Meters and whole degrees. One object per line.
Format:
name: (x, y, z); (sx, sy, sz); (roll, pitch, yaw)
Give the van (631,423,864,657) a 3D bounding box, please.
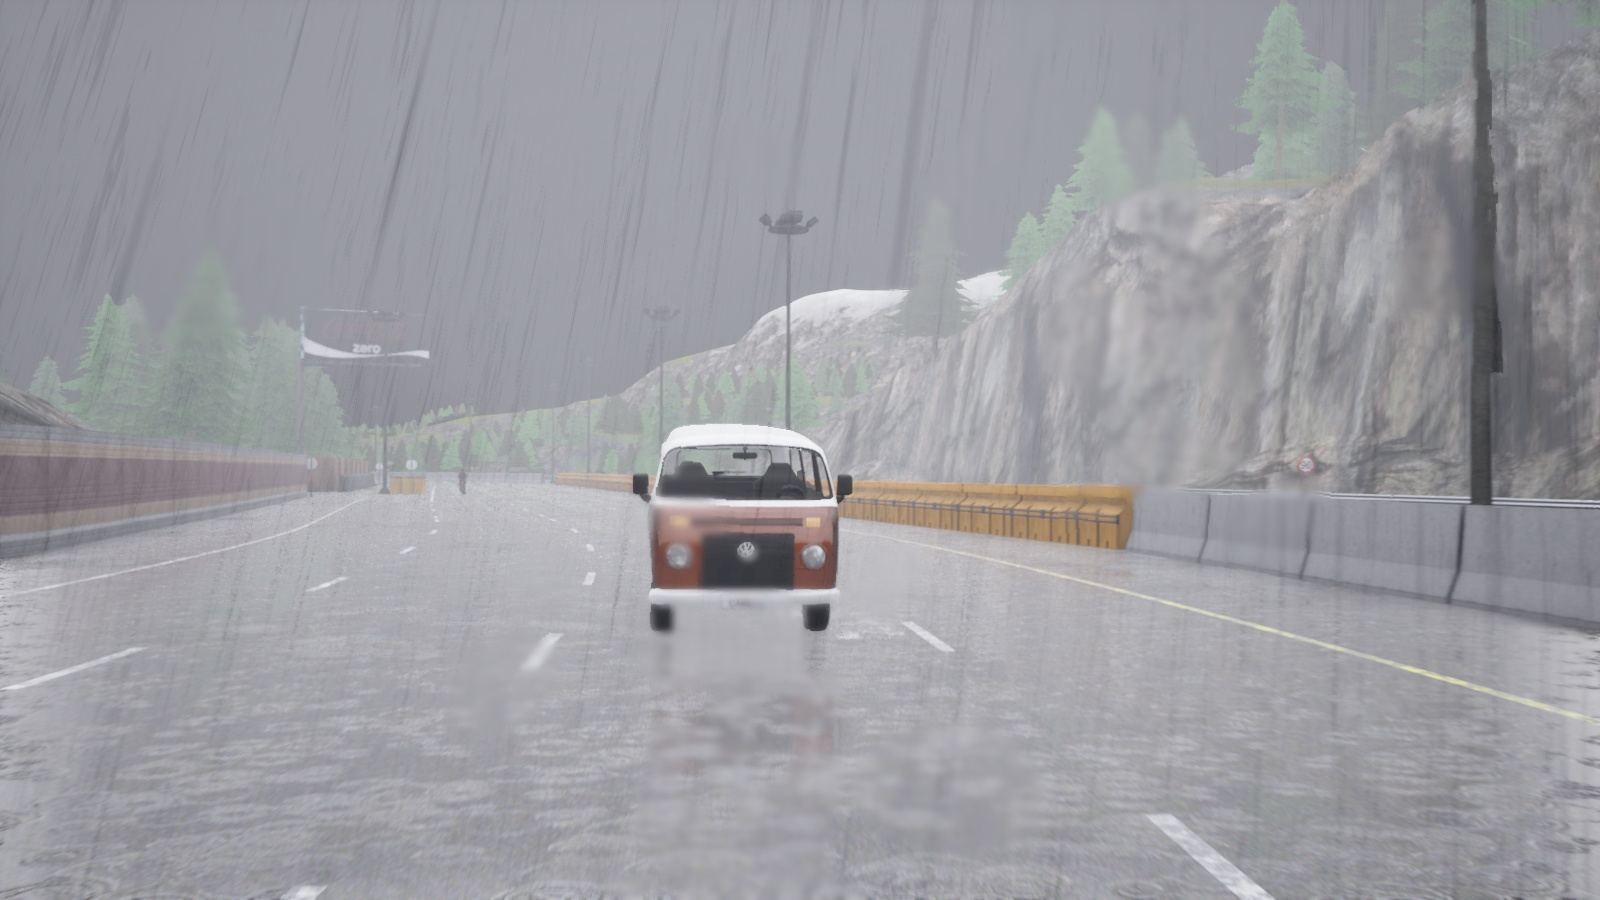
van: (-0.702, 0.745, 13.402); (2.069, 2.038, 4.480); (0, 2, -6)
